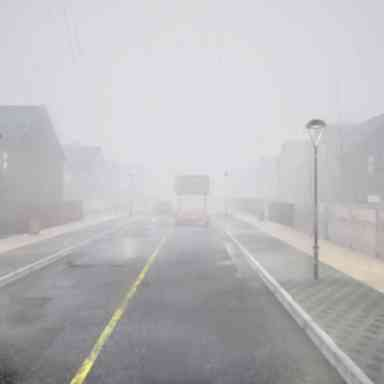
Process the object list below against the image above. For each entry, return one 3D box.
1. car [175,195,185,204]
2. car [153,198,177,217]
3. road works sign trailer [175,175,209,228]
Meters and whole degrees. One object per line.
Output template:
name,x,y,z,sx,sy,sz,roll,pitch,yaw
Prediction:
car,-2.737,1.721,76.664,2.150,2.045,5.566,0,-1,0
car,-2.837,1.683,34.152,1.882,1.535,5.008,0,0,0
road works sign trailer,0.010,0.592,23.369,2.380,3.560,2.880,0,0,0
